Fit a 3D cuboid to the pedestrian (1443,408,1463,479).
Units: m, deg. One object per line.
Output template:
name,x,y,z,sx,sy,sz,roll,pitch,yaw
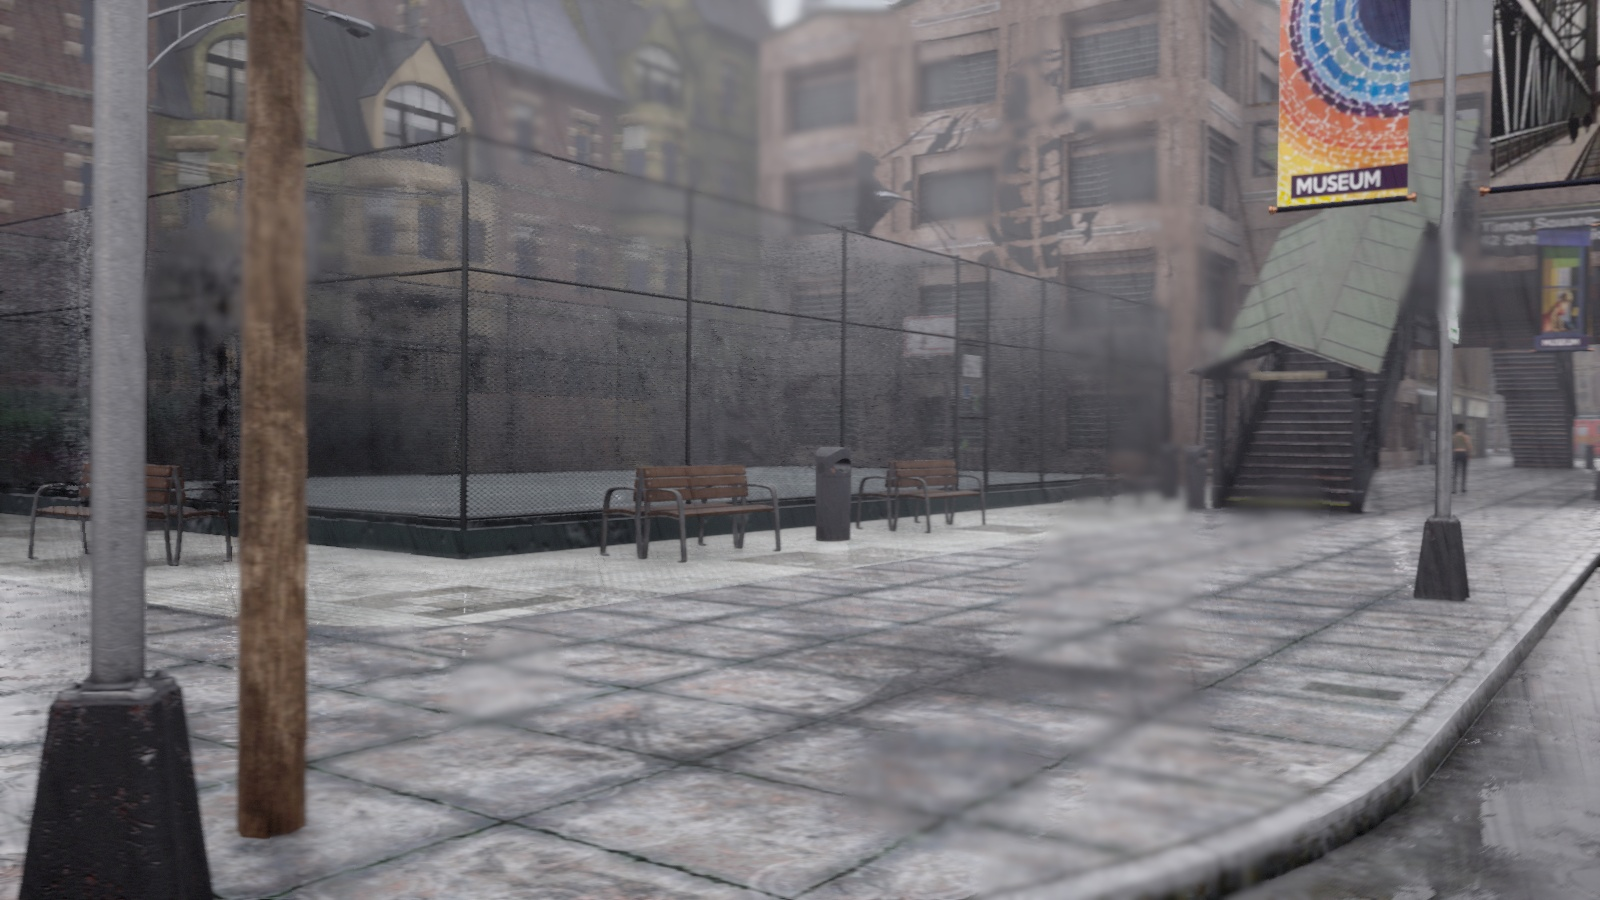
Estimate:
pedestrian,16.909,-0.170,32.531,0.345,1.836,0.594,0,1,38
